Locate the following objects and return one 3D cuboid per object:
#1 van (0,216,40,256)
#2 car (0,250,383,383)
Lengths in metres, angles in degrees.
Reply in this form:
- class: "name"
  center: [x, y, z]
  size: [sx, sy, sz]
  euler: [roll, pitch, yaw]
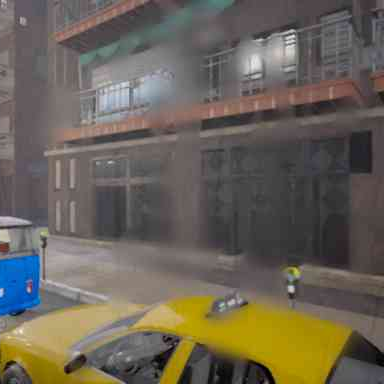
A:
- class: "van"
  center: [-4.425, 1.253, 5.996]
  size: [3.998, 1.788, 1.690]
  euler: [1, 0, 35]
- class: "car"
  center: [0.054, 1.507, 2.809]
  size: [4.829, 1.417, 1.752]
  euler: [1, 0, 35]
